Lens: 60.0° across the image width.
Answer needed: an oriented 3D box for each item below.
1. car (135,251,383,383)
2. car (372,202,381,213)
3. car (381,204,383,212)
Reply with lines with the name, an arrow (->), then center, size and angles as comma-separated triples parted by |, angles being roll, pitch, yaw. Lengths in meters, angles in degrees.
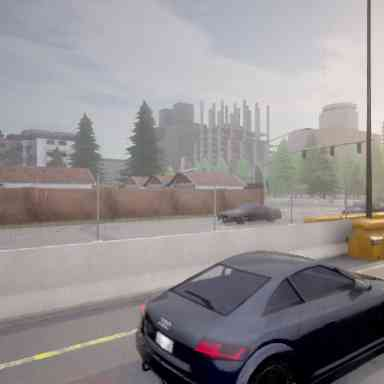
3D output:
car -> 1.336, 1.563, 4.695 | 4.181, 1.385, 1.994 | 0, 0, -35
car -> 13.853, 1.540, 26.607 | 4.892, 1.490, 1.837 | 0, 0, -35
car -> 15.909, 1.274, 23.775 | 4.553, 1.767, 2.097 | 0, 0, -35
